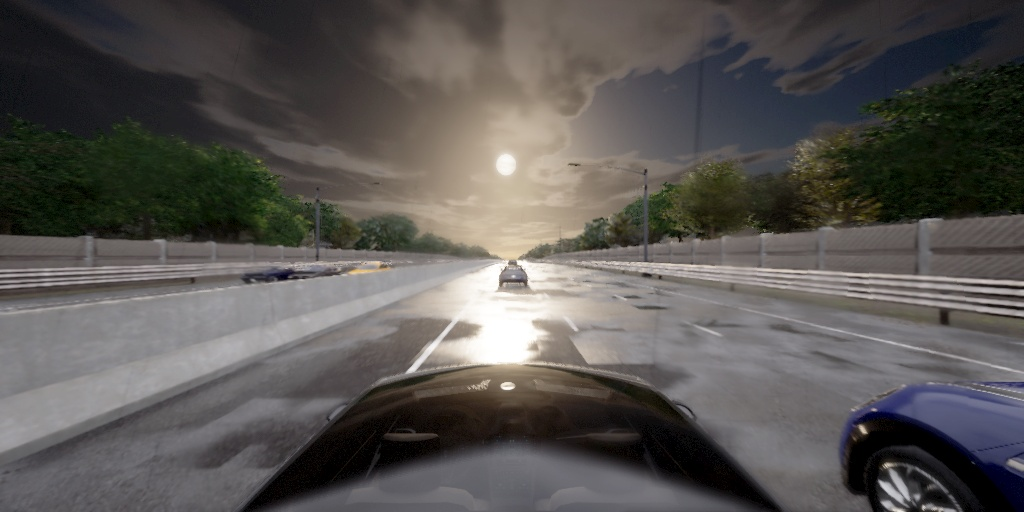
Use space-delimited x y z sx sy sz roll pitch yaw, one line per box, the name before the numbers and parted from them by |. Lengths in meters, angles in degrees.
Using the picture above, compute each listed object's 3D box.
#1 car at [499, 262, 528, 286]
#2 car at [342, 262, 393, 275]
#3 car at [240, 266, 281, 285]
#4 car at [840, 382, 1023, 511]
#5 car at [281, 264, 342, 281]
car | 0.102 1.334 25.830 1.994 1.385 4.181 0 0 0
car | -10.579 1.250 27.208 1.882 1.535 5.008 0 0 0
car | -17.584 1.372 26.614 1.895 1.301 4.718 0 0 0
car | 3.598 1.102 0.872 2.097 1.767 4.553 0 0 0
car | -14.089 1.318 26.407 2.033 1.411 5.357 0 0 0
